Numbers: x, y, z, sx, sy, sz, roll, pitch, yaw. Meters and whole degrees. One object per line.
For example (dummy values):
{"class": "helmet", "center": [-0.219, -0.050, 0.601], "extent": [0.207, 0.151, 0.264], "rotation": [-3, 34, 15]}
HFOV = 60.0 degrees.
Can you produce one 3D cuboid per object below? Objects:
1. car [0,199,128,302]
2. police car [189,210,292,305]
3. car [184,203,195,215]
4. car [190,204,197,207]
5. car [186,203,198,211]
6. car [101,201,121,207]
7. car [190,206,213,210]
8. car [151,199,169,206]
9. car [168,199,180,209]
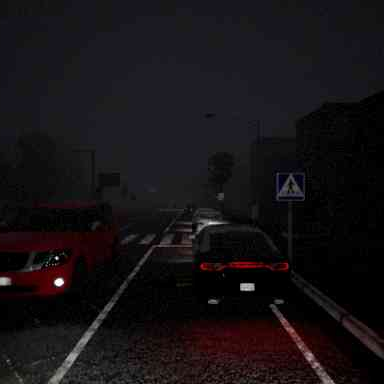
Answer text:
{"class": "car", "center": [-3.373, 1.263, 8.692], "extent": [2.150, 2.045, 5.566], "rotation": [0, -1, 0]}
{"class": "police car", "center": [0.951, 1.465, 8.343], "extent": [1.930, 1.638, 5.238], "rotation": [0, -1, 0]}
{"class": "car", "center": [-0.045, 2.332, 45.468], "extent": [1.994, 1.385, 4.181], "rotation": [0, -1, 0]}
{"class": "car", "center": [0.923, 1.845, 24.248], "extent": [1.812, 1.442, 4.674], "rotation": [0, -1, 0]}
{"class": "car", "center": [-0.071, 2.598, 58.983], "extent": [2.033, 1.411, 5.357], "rotation": [0, -1, 0]}
{"class": "car", "center": [-22.011, 3.186, 90.939], "extent": [5.008, 1.535, 2.097], "rotation": [0, -1, 0]}
{"class": "car", "center": [0.931, 1.718, 18.244], "extent": [1.812, 1.442, 4.674], "rotation": [0, -1, 0]}
{"class": "car", "center": [-8.930, 3.255, 93.700], "extent": [4.892, 1.521, 2.231], "rotation": [0, -1, 0]}
{"class": "car", "center": [-3.324, 2.700, 67.200], "extent": [1.882, 1.535, 5.008], "rotation": [0, -1, 0]}
